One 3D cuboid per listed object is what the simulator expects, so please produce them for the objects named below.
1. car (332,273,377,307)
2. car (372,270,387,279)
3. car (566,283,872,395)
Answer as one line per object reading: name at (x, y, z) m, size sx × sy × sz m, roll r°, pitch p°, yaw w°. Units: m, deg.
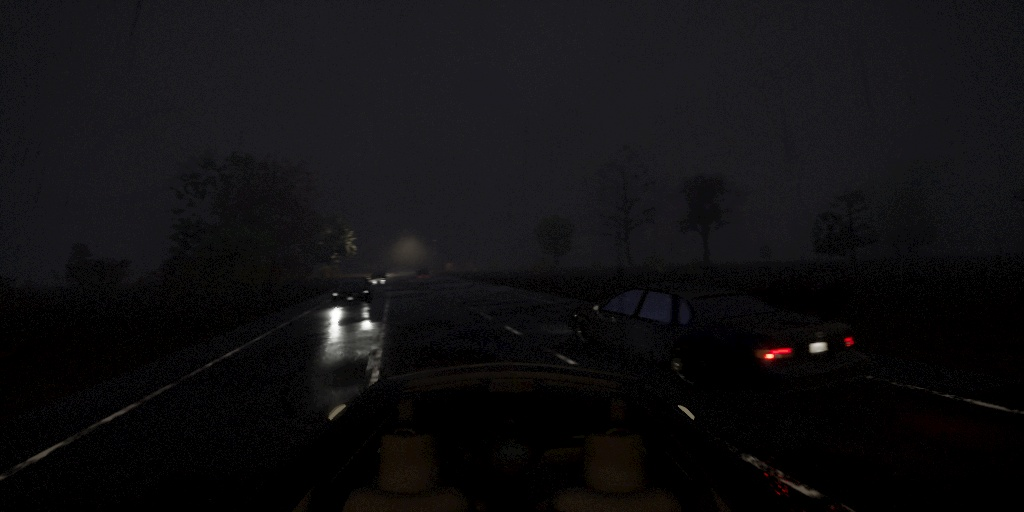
car at (-8.793, 1.897, 20.067) m, size 1.812 × 1.442 × 4.674 m, roll -2°, pitch -1°, yaw -18°
car at (-20.100, 2.856, 54.235) m, size 1.994 × 1.385 × 4.181 m, roll -3°, pitch -1°, yaw -17°
car at (2.948, 1.222, 6.737) m, size 2.033 × 1.411 × 5.357 m, roll -2°, pitch -1°, yaw -18°
